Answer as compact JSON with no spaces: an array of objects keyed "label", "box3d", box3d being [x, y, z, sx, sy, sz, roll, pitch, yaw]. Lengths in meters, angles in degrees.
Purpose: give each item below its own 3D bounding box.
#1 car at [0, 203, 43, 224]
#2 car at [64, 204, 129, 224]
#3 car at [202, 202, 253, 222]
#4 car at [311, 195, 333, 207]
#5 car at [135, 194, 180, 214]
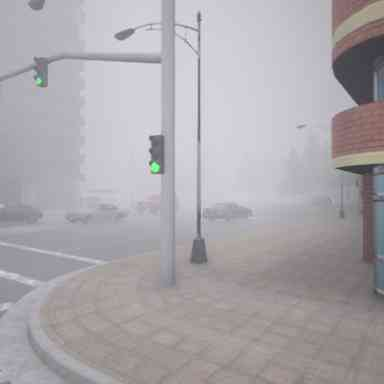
[{"label":"car","box3d":[-12.680,1.503,22.914,1.812,1.442,4.674,0,0,36]},{"label":"car","box3d":[-7.016,1.582,24.773,1.895,1.301,4.718,0,0,36]},{"label":"car","box3d":[2.932,1.535,26.465,2.033,1.411,5.357,0,0,36]},{"label":"car","box3d":[19.826,1.204,50.706,2.097,1.767,4.553,0,2,38]},{"label":"car","box3d":[-3.551,1.196,35.434,2.150,2.045,5.566,0,0,36]}]
